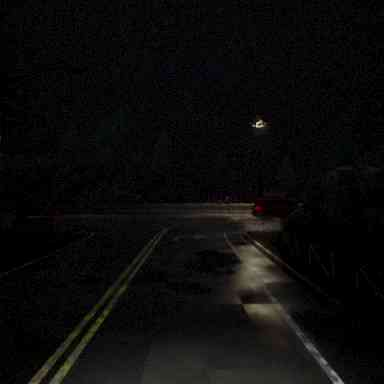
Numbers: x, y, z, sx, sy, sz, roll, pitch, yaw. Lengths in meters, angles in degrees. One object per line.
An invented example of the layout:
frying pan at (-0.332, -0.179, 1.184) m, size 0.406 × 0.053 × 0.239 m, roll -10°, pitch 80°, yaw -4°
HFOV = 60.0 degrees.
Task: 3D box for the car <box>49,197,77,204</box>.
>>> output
car at (-21.288, 1.734, 51.379) m, size 5.566 × 2.045 × 2.150 m, roll 0°, pitch 0°, yaw -1°

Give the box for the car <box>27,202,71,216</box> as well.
car at (-16.492, 2.025, 37.233) m, size 4.718 × 1.301 × 1.895 m, roll 0°, pitch 0°, yaw -1°

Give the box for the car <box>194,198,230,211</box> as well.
car at (2.566, 1.967, 48.159) m, size 5.008 × 1.535 × 1.882 m, roll 0°, pitch 0°, yaw -1°

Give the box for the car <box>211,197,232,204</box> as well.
car at (3.397, 2.003, 51.667) m, size 4.902 × 1.511 × 2.128 m, roll 0°, pitch 0°, yaw -1°

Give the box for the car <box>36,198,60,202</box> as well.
car at (-21.995, 2.015, 47.871) m, size 4.674 × 1.442 × 1.812 m, roll 0°, pitch 0°, yaw -1°

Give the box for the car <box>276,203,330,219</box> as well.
car at (11.259, 1.910, 34.059) m, size 4.892 × 1.490 × 1.837 m, roll 0°, pitch 0°, yaw -1°

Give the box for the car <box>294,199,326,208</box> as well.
car at (20.836, 2.045, 58.863) m, size 4.902 × 1.511 × 2.128 m, roll 0°, pitch 0°, yaw -1°

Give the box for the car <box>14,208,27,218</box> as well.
car at (-19.730, 1.929, 33.709) m, size 4.674 × 1.442 × 1.812 m, roll 0°, pitch 0°, yaw -1°

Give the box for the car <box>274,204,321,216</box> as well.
car at (11.879, 2.026, 37.567) m, size 4.718 × 1.301 × 1.895 m, roll 0°, pitch 0°, yaw -1°

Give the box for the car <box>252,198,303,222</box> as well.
car at (8.298, 1.605, 30.526) m, size 5.566 × 2.045 × 2.150 m, roll 0°, pitch 0°, yaw -1°

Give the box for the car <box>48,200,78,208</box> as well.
car at (-22.589, 2.079, 58.365) m, size 4.674 × 1.442 × 1.812 m, roll 0°, pitch 0°, yaw -1°

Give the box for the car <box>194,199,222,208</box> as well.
car at (2.791, 2.059, 58.660) m, size 4.892 × 1.490 × 1.837 m, roll 0°, pitch 0°, yaw -1°

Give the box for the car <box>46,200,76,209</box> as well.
car at (-21.534, 2.097, 54.875) m, size 4.181 × 1.385 × 1.994 m, roll 0°, pitch 0°, yaw -1°
